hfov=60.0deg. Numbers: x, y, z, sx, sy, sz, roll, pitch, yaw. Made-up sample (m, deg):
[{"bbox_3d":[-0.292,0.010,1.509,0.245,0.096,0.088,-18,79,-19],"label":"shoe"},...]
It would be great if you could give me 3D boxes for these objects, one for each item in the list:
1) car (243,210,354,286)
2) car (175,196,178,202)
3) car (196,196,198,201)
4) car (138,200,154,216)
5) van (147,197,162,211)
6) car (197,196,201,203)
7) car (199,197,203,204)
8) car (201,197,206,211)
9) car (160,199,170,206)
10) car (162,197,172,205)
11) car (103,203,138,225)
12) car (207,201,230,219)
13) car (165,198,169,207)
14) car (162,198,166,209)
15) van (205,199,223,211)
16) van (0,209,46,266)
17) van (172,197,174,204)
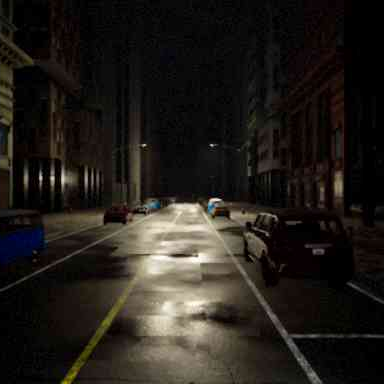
[{"bbox_3d":[2.751,1.407,9.622,2.192,1.841,5.009,0,-1,0],"label":"car"},{"bbox_3d":[-5.852,2.384,94.145,1.967,1.590,4.097,0,-1,0],"label":"car"},{"bbox_3d":[2.683,2.144,82.891,2.192,1.841,5.009,0,-1,0],"label":"car"},{"bbox_3d":[-5.799,1.937,37.779,1.947,1.339,4.313,0,-1,0],"label":"car"},{"bbox_3d":[-5.811,1.826,49.055,1.690,1.788,3.998,0,-1,0],"label":"van"},{"bbox_3d":[2.694,2.154,71.617,1.967,1.590,4.097,0,-1,0],"label":"car"},{"bbox_3d":[2.705,2.150,60.344,2.008,1.369,4.403,0,-1,0],"label":"car"},{"bbox_3d":[2.715,1.925,49.073,1.967,1.590,4.097,0,-1,0],"label":"car"},{"bbox_3d":[-5.831,2.259,71.598,1.887,1.381,4.507,0,-1,0],"label":"car"},{"bbox_3d":[-5.826,1.972,65.964,2.192,1.841,5.009,0,-1,0],"label":"car"},{"bbox_3d":[-5.789,1.802,26.507,1.887,1.381,4.507,0,-1,0],"label":"car"},{"bbox_3d":[2.731,1.841,32.334,1.752,1.417,4.829,0,-1,0],"label":"car"},{"bbox_3d":[-5.820,2.165,60.325,1.947,1.339,4.313,0,-1,0],"label":"car"},{"bbox_3d":[-5.815,2.108,54.689,1.947,1.339,4.313,0,-1,0],"label":"car"},{"bbox_3d":[2.725,1.712,37.802,1.690,1.788,3.998,0,-1,0],"label":"van"},{"bbox_3d":[-5.773,1.434,9.599,1.690,1.788,3.998,0,-1,0],"label":"van"},{"bbox_3d":[-5.837,2.113,77.237,1.690,1.788,3.998,0,-1,0],"label":"van"}]
